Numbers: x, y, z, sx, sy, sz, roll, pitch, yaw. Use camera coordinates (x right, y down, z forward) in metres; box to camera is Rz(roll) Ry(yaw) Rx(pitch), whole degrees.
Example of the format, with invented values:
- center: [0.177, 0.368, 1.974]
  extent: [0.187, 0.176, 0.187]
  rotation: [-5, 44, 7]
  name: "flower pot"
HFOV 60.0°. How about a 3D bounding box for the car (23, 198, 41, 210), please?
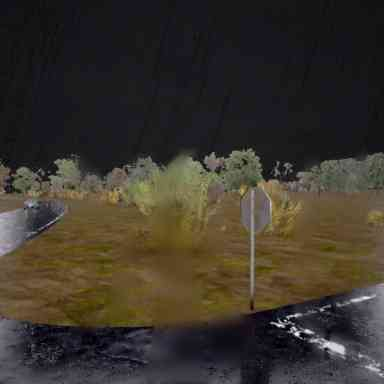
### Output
- center: [-22.379, 1.629, 46.691]
  extent: [2.128, 1.511, 4.902]
  rotation: [0, 0, -19]
  name: "car"
